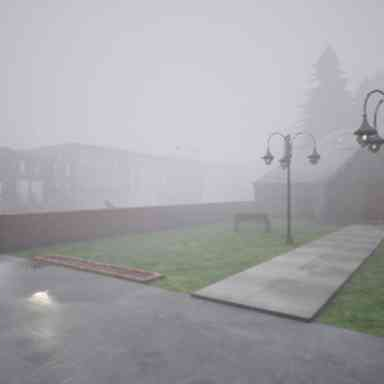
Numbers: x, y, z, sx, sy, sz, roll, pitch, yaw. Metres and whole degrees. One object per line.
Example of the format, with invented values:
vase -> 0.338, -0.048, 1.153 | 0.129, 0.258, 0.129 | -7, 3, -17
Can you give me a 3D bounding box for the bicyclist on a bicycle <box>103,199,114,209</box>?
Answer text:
bicyclist on a bicycle -> -6.447, 1.384, 25.440 | 1.656, 1.620, 0.582 | -1, 0, 35
